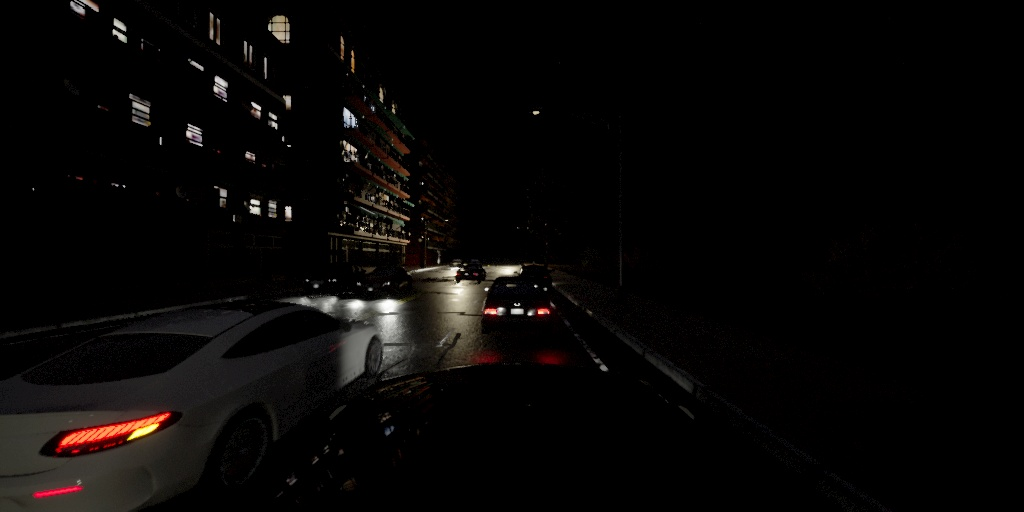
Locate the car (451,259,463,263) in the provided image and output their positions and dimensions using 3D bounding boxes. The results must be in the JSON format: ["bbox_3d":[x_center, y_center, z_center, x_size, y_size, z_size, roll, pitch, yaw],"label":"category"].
[{"bbox_3d":[-9.675,1.241,63.422,2.128,1.511,4.902,0,0,1],"label":"car"}]

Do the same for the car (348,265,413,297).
[{"bbox_3d":[-6.562,1.278,18.962,1.812,1.442,4.674,0,0,0],"label":"car"}]

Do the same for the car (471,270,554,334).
[{"bbox_3d":[0.120,1.299,10.595,2.033,1.411,5.357,0,0,0],"label":"car"}]

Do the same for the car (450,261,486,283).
[{"bbox_3d":[-3.094,1.300,27.459,2.033,1.411,5.357,0,0,1],"label":"car"}]

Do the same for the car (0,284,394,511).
[{"bbox_3d":[-3.147,1.276,4.332,1.812,1.442,4.674,0,0,0],"label":"car"}]

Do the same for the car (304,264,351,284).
[{"bbox_3d":[-9.810,1.243,20.418,2.128,1.511,4.902,0,0,0],"label":"car"}]

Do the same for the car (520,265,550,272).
[{"bbox_3d":[1.177,1.257,20.283,1.837,1.490,4.892,0,0,0],"label":"car"}]
